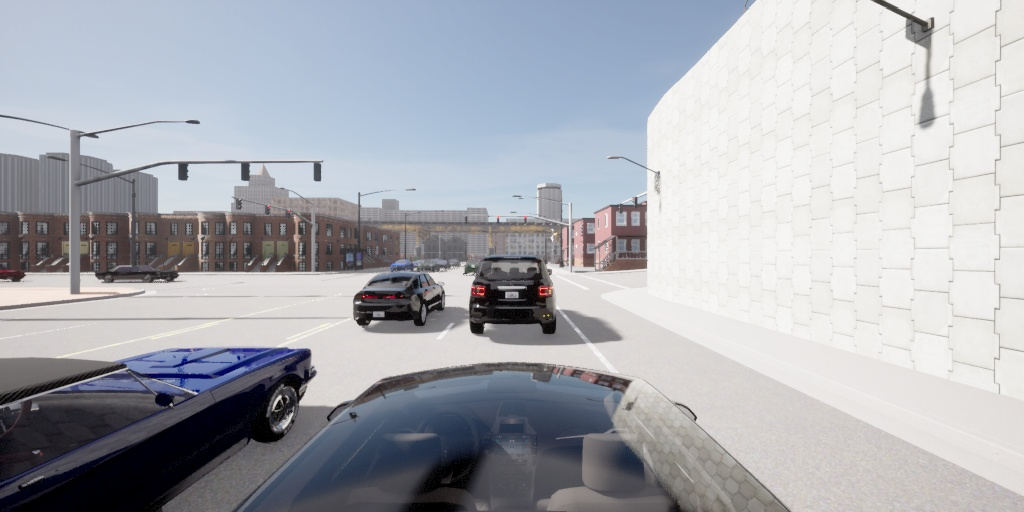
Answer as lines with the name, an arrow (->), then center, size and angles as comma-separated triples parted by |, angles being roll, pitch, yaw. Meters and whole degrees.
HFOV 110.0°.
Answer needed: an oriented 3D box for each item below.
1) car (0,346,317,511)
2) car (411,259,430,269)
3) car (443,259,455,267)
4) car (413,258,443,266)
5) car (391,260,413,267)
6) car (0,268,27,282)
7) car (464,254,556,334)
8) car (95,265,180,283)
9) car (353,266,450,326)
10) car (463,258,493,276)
car -> -3.397, 1.351, 2.391 | 1.895, 1.301, 4.718 | 0, 0, 0
car -> -14.102, 1.273, 55.660 | 1.812, 1.442, 4.674 | 0, 0, 0
car -> -10.603, 1.297, 54.996 | 2.033, 1.411, 5.357 | 0, 0, 0
car -> -10.593, 1.102, 45.528 | 2.097, 1.767, 4.553 | 0, 0, 0
car -> -14.106, 1.227, 46.320 | 1.882, 1.535, 5.008 | 0, 0, 1
car -> -40.050, 1.351, 27.058 | 4.718, 1.301, 1.895 | 0, 0, 0
car -> 0.062, 0.971, 10.755 | 2.150, 2.045, 5.566 | 0, 0, 1
car -> -28.178, 1.351, 27.101 | 4.718, 1.301, 1.895 | 0, 0, 0
car -> -3.422, 1.255, 11.645 | 1.837, 1.490, 4.892 | 0, 0, 0
car -> -3.634, 1.102, 38.732 | 2.097, 1.767, 4.553 | 0, 0, 10
